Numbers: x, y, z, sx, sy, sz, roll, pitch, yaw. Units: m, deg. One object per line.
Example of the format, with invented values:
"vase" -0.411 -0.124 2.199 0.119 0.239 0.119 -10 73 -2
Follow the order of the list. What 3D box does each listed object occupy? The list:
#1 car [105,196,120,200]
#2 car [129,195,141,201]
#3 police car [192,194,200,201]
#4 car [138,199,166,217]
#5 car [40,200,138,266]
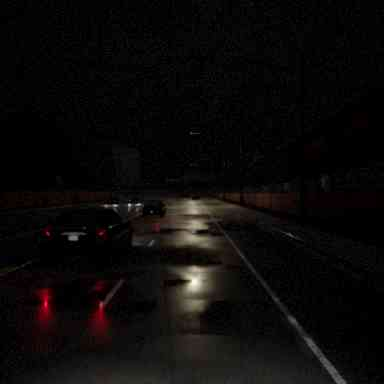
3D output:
"car" -14.045 1.430 58.940 1.837 1.490 4.892 0 0 1
"car" -10.527 1.430 61.670 1.837 1.490 4.892 0 0 0
"police car" 1.038 1.321 84.126 1.930 1.638 5.238 0 0 0
"car" -3.404 1.487 30.276 1.812 1.442 4.674 0 0 0
"car" -3.403 1.336 11.669 2.097 1.767 4.553 0 0 0
